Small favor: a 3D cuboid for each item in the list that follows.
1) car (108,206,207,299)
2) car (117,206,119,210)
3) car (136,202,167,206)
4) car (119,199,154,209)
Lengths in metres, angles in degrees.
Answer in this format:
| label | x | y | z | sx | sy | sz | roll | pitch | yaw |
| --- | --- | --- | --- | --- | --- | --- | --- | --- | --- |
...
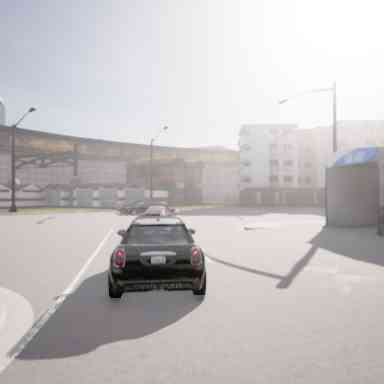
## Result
| label | x | y | z | sx | sy | sz | roll | pitch | yaw |
| --- | --- | --- | --- | --- | --- | --- | --- | --- | --- |
| car | -0.930 | 1.426 | 8.907 | 2.097 | 1.767 | 4.553 | 0 | 0 | -7 |
| car | -6.711 | 1.685 | 40.194 | 4.553 | 1.767 | 2.097 | 0 | 0 | -29 |
| car | -2.344 | 1.722 | 23.780 | 1.812 | 1.442 | 4.674 | -1 | 0 | 6 |
| car | -5.135 | 1.786 | 37.263 | 5.008 | 1.535 | 1.882 | 0 | -2 | -30 |
